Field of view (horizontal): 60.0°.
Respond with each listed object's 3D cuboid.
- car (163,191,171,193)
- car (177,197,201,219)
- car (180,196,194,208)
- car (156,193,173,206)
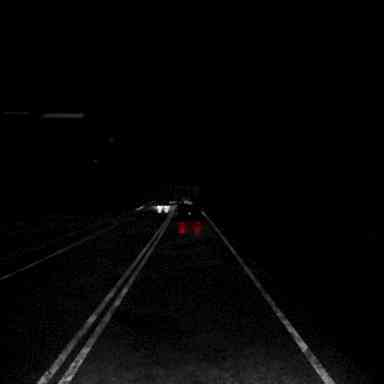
[{"bbox_3d":[-5.070,0.828,67.616,2.150,2.045,5.566,0,1,-3],"label":"car"},{"bbox_3d":[-0.232,1.444,28.360,2.128,1.511,4.902,0,0,-1],"label":"car"},{"bbox_3d":[-0.768,1.397,46.252,1.812,1.442,4.674,0,0,-2],"label":"car"},{"bbox_3d":[-4.411,1.309,51.796,2.128,1.511,4.902,0,1,-2],"label":"car"}]
